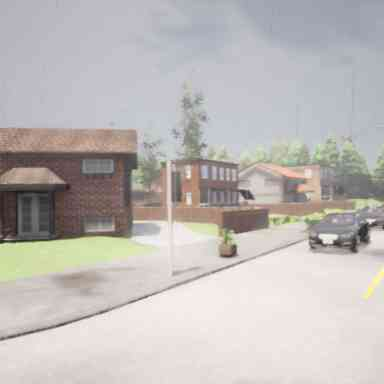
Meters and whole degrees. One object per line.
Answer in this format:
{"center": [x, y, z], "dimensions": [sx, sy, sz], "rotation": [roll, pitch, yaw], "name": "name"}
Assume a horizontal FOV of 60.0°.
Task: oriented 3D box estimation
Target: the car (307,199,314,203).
{"center": [16.838, 1.842, 51.192], "dimensions": [3.633, 1.501, 1.845], "rotation": [-2, -1, 36], "name": "car"}

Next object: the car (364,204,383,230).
{"center": [12.604, 1.727, 22.979], "dimensions": [2.128, 1.511, 4.902], "rotation": [-2, -1, 36], "name": "car"}

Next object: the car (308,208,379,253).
{"center": [6.692, 1.672, 14.867], "dimensions": [2.128, 1.511, 4.902], "rotation": [-2, -1, 36], "name": "car"}
